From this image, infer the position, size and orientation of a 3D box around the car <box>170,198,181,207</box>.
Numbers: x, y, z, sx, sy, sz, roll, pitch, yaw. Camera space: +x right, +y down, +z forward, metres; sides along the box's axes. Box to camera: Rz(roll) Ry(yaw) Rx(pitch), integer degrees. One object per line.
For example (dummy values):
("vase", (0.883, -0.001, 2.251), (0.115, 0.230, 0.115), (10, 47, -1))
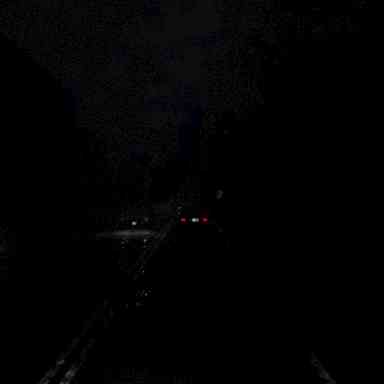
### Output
("car", (-3.063, 1.996, 63.180), (2.097, 1.767, 4.553), (0, -1, 1))

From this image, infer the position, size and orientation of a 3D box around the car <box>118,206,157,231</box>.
("car", (-3.320, 1.605, 20.968), (1.994, 1.385, 4.181), (0, 0, 0))

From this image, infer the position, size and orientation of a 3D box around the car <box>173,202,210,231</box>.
("car", (0.127, 1.586, 20.644), (2.033, 1.411, 5.357), (0, 0, 0))
